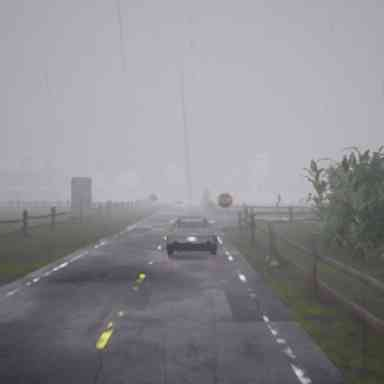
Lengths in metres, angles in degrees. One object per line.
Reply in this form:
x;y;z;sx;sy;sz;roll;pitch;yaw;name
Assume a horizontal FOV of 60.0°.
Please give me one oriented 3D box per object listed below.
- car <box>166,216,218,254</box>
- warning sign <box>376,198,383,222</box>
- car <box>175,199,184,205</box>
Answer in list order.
-0.002;1.690;14.066;1.994;1.385;4.181;0;-1;0;car
15.861;1.460;27.033;1.060;1.860;1.300;0;0;0;warning sign
-2.765;2.152;73.584;1.994;1.385;4.181;0;0;0;car
